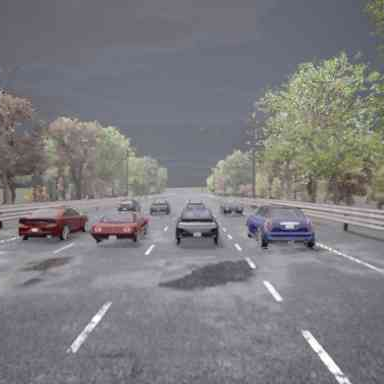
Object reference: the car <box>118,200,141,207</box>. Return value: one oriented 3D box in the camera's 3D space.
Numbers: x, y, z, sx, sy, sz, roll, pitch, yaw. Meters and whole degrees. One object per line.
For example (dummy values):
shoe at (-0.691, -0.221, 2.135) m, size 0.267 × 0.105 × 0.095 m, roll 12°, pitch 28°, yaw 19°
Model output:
car at (-6.624, 1.519, 35.122) m, size 1.812 × 1.442 × 4.674 m, roll 0°, pitch 0°, yaw 0°

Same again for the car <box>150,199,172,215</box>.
car at (-3.135, 1.475, 33.798) m, size 2.128 × 1.511 × 4.902 m, roll 0°, pitch 0°, yaw 0°

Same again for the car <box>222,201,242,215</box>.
car at (3.777, 1.566, 32.688) m, size 1.895 × 1.301 × 4.718 m, roll 0°, pitch 0°, yaw -1°

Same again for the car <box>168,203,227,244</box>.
car at (0.231, 1.478, 15.704) m, size 2.128 × 1.511 × 4.902 m, roll 0°, pitch 0°, yaw 0°

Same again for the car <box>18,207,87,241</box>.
car at (-6.761, 1.483, 16.810) m, size 1.882 × 1.535 × 5.008 m, roll 0°, pitch 0°, yaw 0°

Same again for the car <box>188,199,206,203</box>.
car at (0.365, 1.466, 33.805) m, size 2.128 × 1.511 × 4.902 m, roll 0°, pitch 0°, yaw 0°

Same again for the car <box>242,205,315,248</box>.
car at (3.722, 1.330, 14.726) m, size 2.097 × 1.767 × 4.553 m, roll 0°, pitch 0°, yaw 0°

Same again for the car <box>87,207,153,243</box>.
car at (-3.267, 1.597, 16.036) m, size 1.895 × 1.301 × 4.718 m, roll 0°, pitch 0°, yaw 0°
